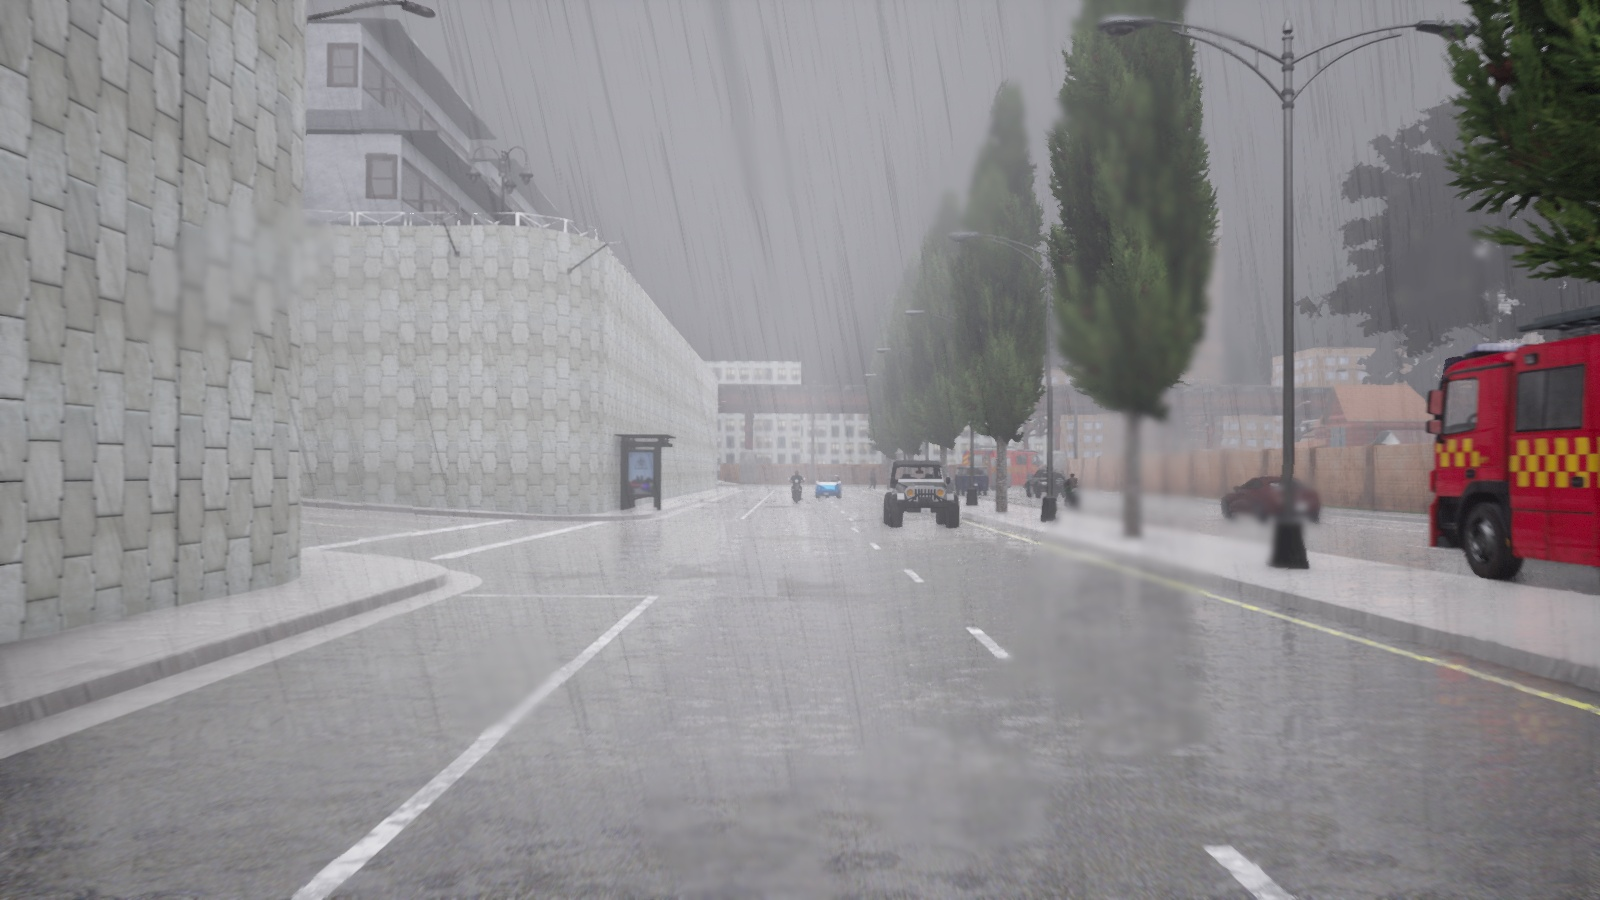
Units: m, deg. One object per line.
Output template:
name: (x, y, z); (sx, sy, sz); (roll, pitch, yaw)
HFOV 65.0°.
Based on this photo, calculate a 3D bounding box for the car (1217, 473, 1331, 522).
car: (14.903, 1.447, 39.766); (1.812, 1.442, 4.674); (0, -1, 0)

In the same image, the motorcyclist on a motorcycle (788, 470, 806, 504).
motorcyclist on a motorcycle: (-0.148, 1.784, 60.656); (0.866, 1.590, 1.817); (0, -1, 0)

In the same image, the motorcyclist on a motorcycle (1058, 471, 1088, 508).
motorcyclist on a motorcycle: (11.372, 1.629, 52.415); (0.797, 1.523, 2.044); (0, -1, 0)

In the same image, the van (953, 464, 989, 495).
van: (11.296, 1.912, 83.038); (1.775, 1.987, 4.442); (0, -1, 0)

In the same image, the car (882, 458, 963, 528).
car: (3.412, 1.192, 35.722); (1.905, 1.878, 3.866); (0, -1, 0)

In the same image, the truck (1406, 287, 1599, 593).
truck: (11.455, -0.121, 16.428); (2.891, 3.827, 8.468); (0, -1, 0)

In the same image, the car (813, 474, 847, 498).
car: (1.730, 2.071, 72.207); (1.481, 1.376, 2.207); (0, -1, 13)

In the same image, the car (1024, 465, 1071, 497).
car: (14.815, 1.835, 75.422); (1.932, 1.855, 4.605); (0, -1, 0)
